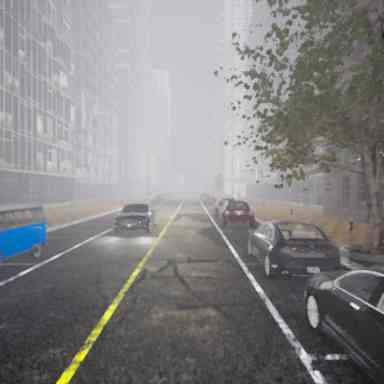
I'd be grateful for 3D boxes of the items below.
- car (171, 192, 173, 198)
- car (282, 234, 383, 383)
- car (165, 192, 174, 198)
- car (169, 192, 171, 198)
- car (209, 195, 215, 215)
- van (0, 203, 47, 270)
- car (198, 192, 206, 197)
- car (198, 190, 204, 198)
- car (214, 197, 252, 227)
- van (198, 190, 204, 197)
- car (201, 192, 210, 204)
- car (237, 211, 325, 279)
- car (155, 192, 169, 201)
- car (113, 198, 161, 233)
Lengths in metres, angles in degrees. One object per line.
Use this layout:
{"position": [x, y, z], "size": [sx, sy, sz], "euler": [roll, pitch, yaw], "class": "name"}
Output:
{"position": [-5.730, 0.744, 77.864], "size": [1.887, 1.381, 4.507], "euler": [0, 1, 0], "class": "car"}
{"position": [2.690, 1.514, 3.863], "size": [2.008, 1.369, 4.403], "euler": [0, 1, 0], "class": "car"}
{"position": [-5.734, 0.701, 83.556], "size": [1.947, 1.339, 4.313], "euler": [0, 1, 0], "class": "car"}
{"position": [-5.724, 0.908, 66.480], "size": [1.802, 1.307, 4.206], "euler": [0, 1, 0], "class": "car"}
{"position": [2.677, 1.183, 26.631], "size": [1.967, 1.590, 4.097], "euler": [0, 1, 0], "class": "car"}
{"position": [-5.694, 1.253, 9.553], "size": [1.690, 1.788, 3.998], "euler": [0, 1, 0], "class": "van"}
{"position": [2.644, 0.635, 89.244], "size": [1.947, 1.339, 4.313], "euler": [0, 1, 0], "class": "car"}
{"position": [2.656, 0.891, 66.477], "size": [1.947, 1.339, 4.313], "euler": [0, 1, 0], "class": "car"}
{"position": [2.680, 1.239, 20.939], "size": [1.967, 1.590, 4.097], "euler": [0, 1, 0], "class": "car"}
{"position": [2.642, 0.344, 94.935], "size": [1.690, 1.788, 3.998], "euler": [0, 1, 0], "class": "van"}
{"position": [2.665, 1.055, 49.401], "size": [1.887, 1.381, 4.507], "euler": [0, 1, 0], "class": "car"}
{"position": [2.686, 1.461, 9.555], "size": [2.008, 1.369, 4.403], "euler": [0, 1, 0], "class": "car"}
{"position": [-5.721, 0.933, 60.786], "size": [1.887, 1.381, 4.507], "euler": [0, 1, 0], "class": "car"}
{"position": [-3.009, 1.330, 18.323], "size": [1.837, 1.490, 4.892], "euler": [0, 1, 0], "class": "car"}
